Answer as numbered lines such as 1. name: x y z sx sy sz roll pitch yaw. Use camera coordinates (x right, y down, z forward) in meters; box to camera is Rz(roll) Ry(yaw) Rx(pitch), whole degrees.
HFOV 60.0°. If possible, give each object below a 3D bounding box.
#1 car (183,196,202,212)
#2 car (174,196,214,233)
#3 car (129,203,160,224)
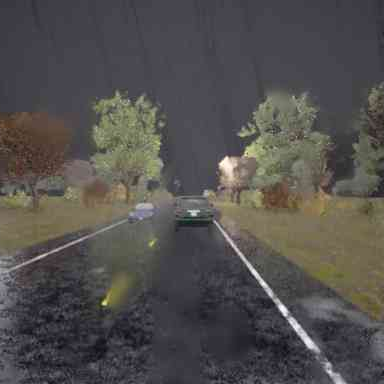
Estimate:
1. car: 0.090 1.395 39.403 2.097 1.767 4.553 0 0 0
2. car: 0.094 1.230 19.671 2.150 2.045 5.566 0 0 0
3. car: -3.507 1.538 25.118 1.812 1.442 4.674 0 0 0
